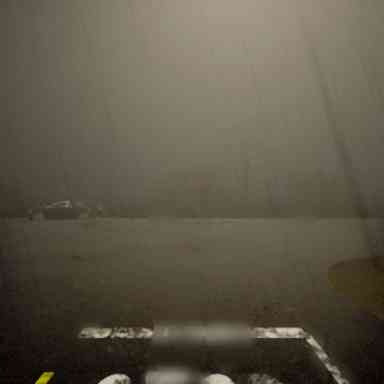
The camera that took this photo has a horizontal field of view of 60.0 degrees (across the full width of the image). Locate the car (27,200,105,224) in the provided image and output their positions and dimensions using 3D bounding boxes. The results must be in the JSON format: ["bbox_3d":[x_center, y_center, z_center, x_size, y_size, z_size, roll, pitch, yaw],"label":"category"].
[{"bbox_3d":[-8.250,1.265,21.986,4.902,1.511,2.128,0,1,-1],"label":"car"}]
